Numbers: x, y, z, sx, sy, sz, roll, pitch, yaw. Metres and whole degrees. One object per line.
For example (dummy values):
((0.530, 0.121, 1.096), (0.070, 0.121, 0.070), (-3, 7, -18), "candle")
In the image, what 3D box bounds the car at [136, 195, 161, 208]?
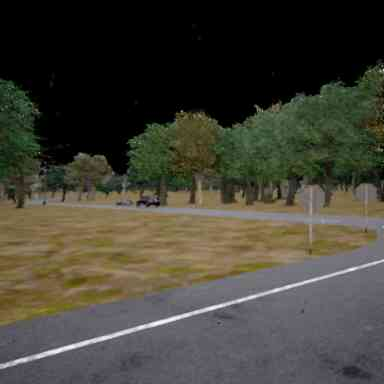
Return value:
((-7.119, 1.523, 54.223), (2.150, 2.045, 5.566), (1, -2, -34), "car")

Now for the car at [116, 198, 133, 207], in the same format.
((-12.731, 1.953, 62.367), (2.128, 1.511, 4.902), (1, -2, -34), "car")
